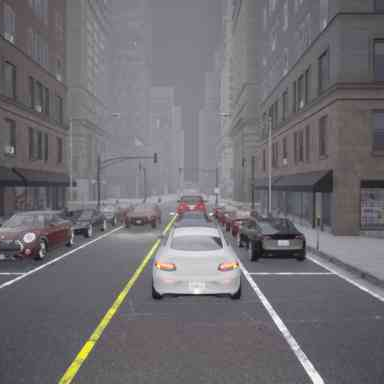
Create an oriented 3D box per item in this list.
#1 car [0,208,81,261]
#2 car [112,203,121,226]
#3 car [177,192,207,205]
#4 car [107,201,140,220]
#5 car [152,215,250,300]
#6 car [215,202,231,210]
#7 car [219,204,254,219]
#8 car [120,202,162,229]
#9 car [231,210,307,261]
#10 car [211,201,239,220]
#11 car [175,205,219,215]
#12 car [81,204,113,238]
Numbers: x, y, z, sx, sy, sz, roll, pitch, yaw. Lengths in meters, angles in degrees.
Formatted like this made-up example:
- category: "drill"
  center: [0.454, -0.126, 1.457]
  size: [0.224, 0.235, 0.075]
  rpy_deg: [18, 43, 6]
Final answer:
- category: "car"
  center: [-5.785, 1.438, 12.029]
  size: [1.967, 1.590, 4.097]
  rpy_deg: [-1, 0, 0]
- category: "car"
  center: [-5.792, 1.549, 23.040]
  size: [2.008, 1.369, 4.403]
  rpy_deg: [-1, 0, 0]
- category: "car"
  center: [-0.022, 1.220, 26.152]
  size: [2.150, 2.045, 5.566]
  rpy_deg: [0, 0, 0]
- category: "car"
  center: [-5.797, 1.543, 28.546]
  size: [1.887, 1.381, 4.507]
  rpy_deg: [-1, 0, 0]
- category: "car"
  center: [0.093, 1.524, 8.279]
  size: [1.812, 1.442, 4.674]
  rpy_deg: [0, 0, 0]
- category: "car"
  center: [2.732, 1.543, 23.047]
  size: [1.887, 1.381, 4.507]
  rpy_deg: [-1, 0, 0]
- category: "car"
  center: [2.737, 1.543, 17.541]
  size: [1.887, 1.381, 4.507]
  rpy_deg: [-1, 0, 0]
- category: "car"
  center: [-3.063, 1.476, 21.787]
  size: [1.882, 1.535, 5.008]
  rpy_deg: [0, 0, 1]
- category: "car"
  center: [2.742, 1.564, 12.037]
  size: [1.947, 1.339, 4.313]
  rpy_deg: [-1, 0, 0]
- category: "car"
  center: [2.728, 1.543, 28.552]
  size: [1.887, 1.381, 4.507]
  rpy_deg: [-1, 0, 0]
- category: "car"
  center: [0.083, 1.562, 16.765]
  size: [1.994, 1.385, 4.181]
  rpy_deg: [0, 0, 0]
- category: "car"
  center: [-5.788, 1.564, 17.535]
  size: [1.947, 1.339, 4.313]
  rpy_deg: [-1, 0, 0]
